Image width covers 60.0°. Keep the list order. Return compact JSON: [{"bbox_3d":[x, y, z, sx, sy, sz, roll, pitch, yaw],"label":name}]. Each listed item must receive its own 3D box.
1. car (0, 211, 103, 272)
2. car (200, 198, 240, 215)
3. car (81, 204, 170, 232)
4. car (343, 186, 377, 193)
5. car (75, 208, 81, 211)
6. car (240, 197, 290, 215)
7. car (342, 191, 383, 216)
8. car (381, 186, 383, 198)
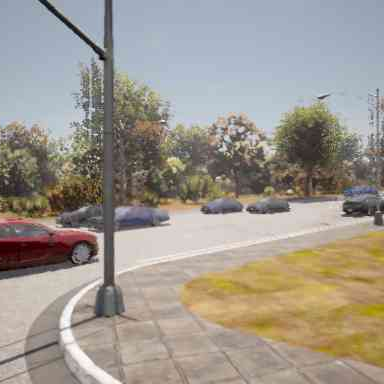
[{"bbox_3d":[-5.209,1.538,9.779,1.882,1.535,5.008,-1,0,44],"label":"car"},{"bbox_3d":[2.799,1.269,30.795,4.181,1.385,1.994,-3,2,-36],"label":"car"},{"bbox_3d":[-3.852,1.562,20.963,5.357,1.411,2.033,-1,1,-45],"label":"car"},{"bbox_3d":[21.374,-0.021,42.181,5.008,1.535,1.882,-4,1,-26],"label":"car"},{"bbox_3d":[-6.903,1.570,22.841,4.674,1.442,1.812,-1,1,-42],"label":"car"},{"bbox_3d":[6.705,1.161,29.328,4.181,1.385,1.994,-3,2,-35],"label":"car"},{"bbox_3d":[13.450,0.952,25.425,4.892,1.490,1.837,-3,1,-34],"label":"car"},{"bbox_3d":[25.147,-0.101,40.162,4.181,1.385,1.994,-4,1,-25],"label":"car"}]
